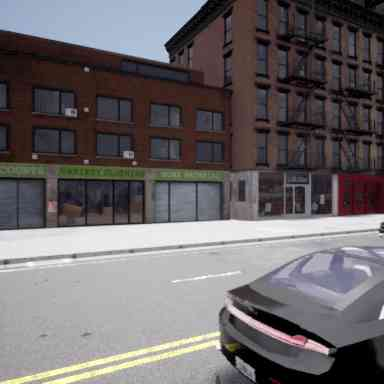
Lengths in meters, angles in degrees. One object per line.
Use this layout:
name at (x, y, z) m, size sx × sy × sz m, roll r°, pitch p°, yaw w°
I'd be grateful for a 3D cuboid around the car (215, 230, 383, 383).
car at (2.653, 1.492, 4.366) m, size 4.902 × 1.511 × 2.128 m, roll 0°, pitch 0°, yaw -28°

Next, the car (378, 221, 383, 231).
car at (11.860, 1.548, 16.872) m, size 5.357 × 1.411 × 2.033 m, roll 0°, pitch 0°, yaw -28°
